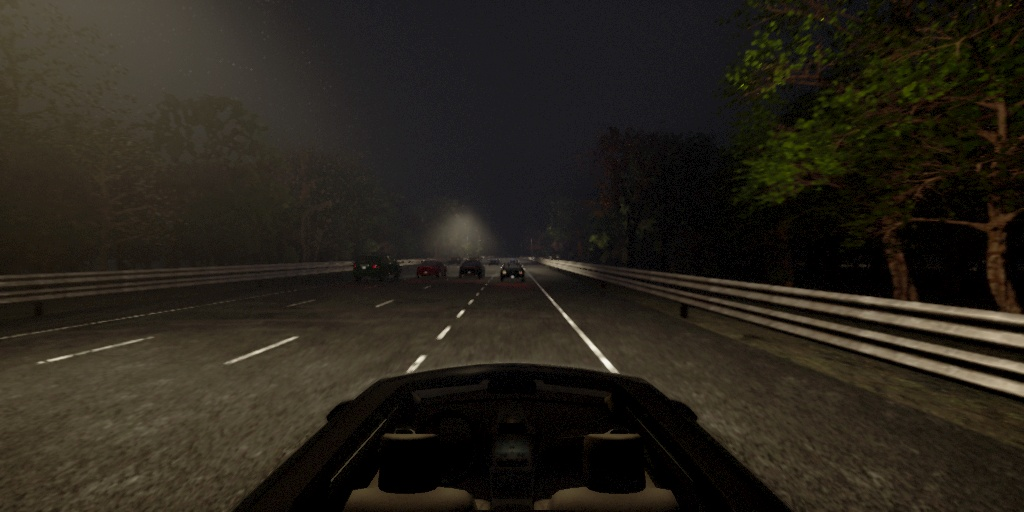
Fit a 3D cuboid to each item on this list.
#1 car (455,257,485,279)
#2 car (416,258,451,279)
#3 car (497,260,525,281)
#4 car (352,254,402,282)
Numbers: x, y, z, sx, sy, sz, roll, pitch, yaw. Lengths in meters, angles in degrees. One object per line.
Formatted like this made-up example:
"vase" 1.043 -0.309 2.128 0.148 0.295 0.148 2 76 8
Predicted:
"car" -3.422 1.135 31.351 1.882 1.535 5.008 0 0 0
"car" -6.922 1.136 31.326 1.882 1.535 5.008 0 1 0
"car" 0.056 1.266 28.945 1.895 1.301 4.718 0 0 1
"car" -10.452 0.892 28.075 2.150 2.045 5.566 0 0 1
